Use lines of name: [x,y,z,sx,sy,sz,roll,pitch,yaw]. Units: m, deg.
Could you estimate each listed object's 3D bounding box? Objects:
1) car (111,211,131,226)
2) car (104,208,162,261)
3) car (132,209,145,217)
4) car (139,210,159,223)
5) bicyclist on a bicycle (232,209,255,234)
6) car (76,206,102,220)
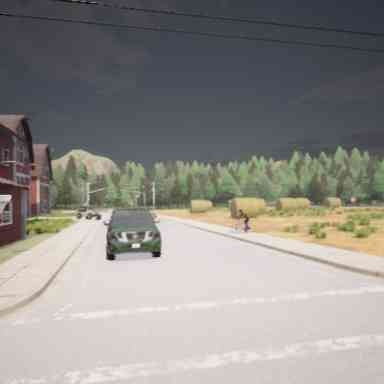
car: [-8.023,2.938,37.244,2.033,1.411,5.357,-1,-2,-13]
car: [-2.761,1.773,15.260,2.150,2.045,5.566,-1,-2,-14]
car: [-9.505,3.698,58.970,1.994,1.385,4.181,-1,-2,-14]
car: [-5.545,3.072,42.561,1.994,1.385,4.181,-1,-2,-14]
bicyclist on a bicycle: [3.355,1.929,21.812,1.656,1.620,0.582,-1,-2,-14]
car: [-14.775,3.029,47.686,3.866,1.878,1.905,0,-7,34]
